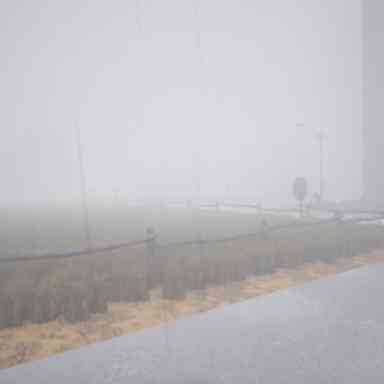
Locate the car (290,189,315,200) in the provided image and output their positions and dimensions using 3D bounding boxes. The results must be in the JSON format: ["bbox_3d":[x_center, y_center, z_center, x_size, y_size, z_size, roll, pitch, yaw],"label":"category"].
[{"bbox_3d":[20.647,0.623,59.783,2.242,1.667,4.611,-1,1,-36],"label":"car"}]

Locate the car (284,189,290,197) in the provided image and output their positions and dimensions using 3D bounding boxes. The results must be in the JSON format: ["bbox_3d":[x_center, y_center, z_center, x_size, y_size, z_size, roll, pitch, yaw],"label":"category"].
[{"bbox_3d":[24.117,0.220,78.755,1.932,1.855,4.605,-1,1,-36],"label":"car"}]

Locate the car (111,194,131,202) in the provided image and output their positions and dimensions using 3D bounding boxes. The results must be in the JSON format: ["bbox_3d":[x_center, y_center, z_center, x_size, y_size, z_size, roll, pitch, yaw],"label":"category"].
[{"bbox_3d":[-11.842,1.146,55.484,1.812,1.442,4.674,-1,1,-36],"label":"car"}]

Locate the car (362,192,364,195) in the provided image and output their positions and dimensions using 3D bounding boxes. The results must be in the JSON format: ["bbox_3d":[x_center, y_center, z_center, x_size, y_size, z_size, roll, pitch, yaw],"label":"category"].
[{"bbox_3d":[40.169,0.053,74.084,1.905,1.878,3.866,-1,1,-36],"label":"car"}]

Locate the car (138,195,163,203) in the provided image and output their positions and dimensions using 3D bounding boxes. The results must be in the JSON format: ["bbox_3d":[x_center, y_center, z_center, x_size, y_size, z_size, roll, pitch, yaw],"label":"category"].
[{"bbox_3d":[-5.924,1.098,47.381,1.882,1.535,5.008,-1,1,-35],"label":"car"}]

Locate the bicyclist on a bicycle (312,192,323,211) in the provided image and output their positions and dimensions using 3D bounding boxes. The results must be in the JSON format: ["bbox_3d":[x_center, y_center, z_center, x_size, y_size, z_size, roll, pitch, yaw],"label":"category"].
[{"bbox_3d":[11.300,0.860,29.993,1.656,1.620,0.582,-2,1,-36],"label":"bicyclist on a bicycle"}]
